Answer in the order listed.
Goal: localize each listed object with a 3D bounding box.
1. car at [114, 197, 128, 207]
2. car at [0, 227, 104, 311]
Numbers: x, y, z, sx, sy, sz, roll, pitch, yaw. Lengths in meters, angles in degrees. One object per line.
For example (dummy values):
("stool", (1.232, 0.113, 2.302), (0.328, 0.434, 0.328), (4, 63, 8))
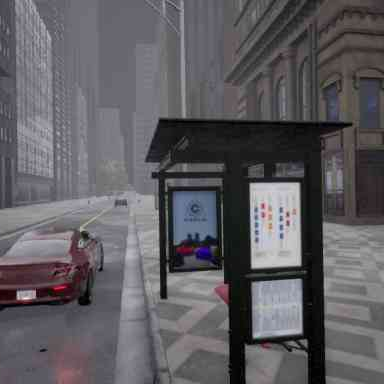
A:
("car", (-10.987, 1.494, 51.500), (1.882, 1.535, 5.008), (-1, 0, -10))
("car", (-3.150, 1.535, 7.759), (1.812, 1.442, 4.674), (-1, 0, -10))
